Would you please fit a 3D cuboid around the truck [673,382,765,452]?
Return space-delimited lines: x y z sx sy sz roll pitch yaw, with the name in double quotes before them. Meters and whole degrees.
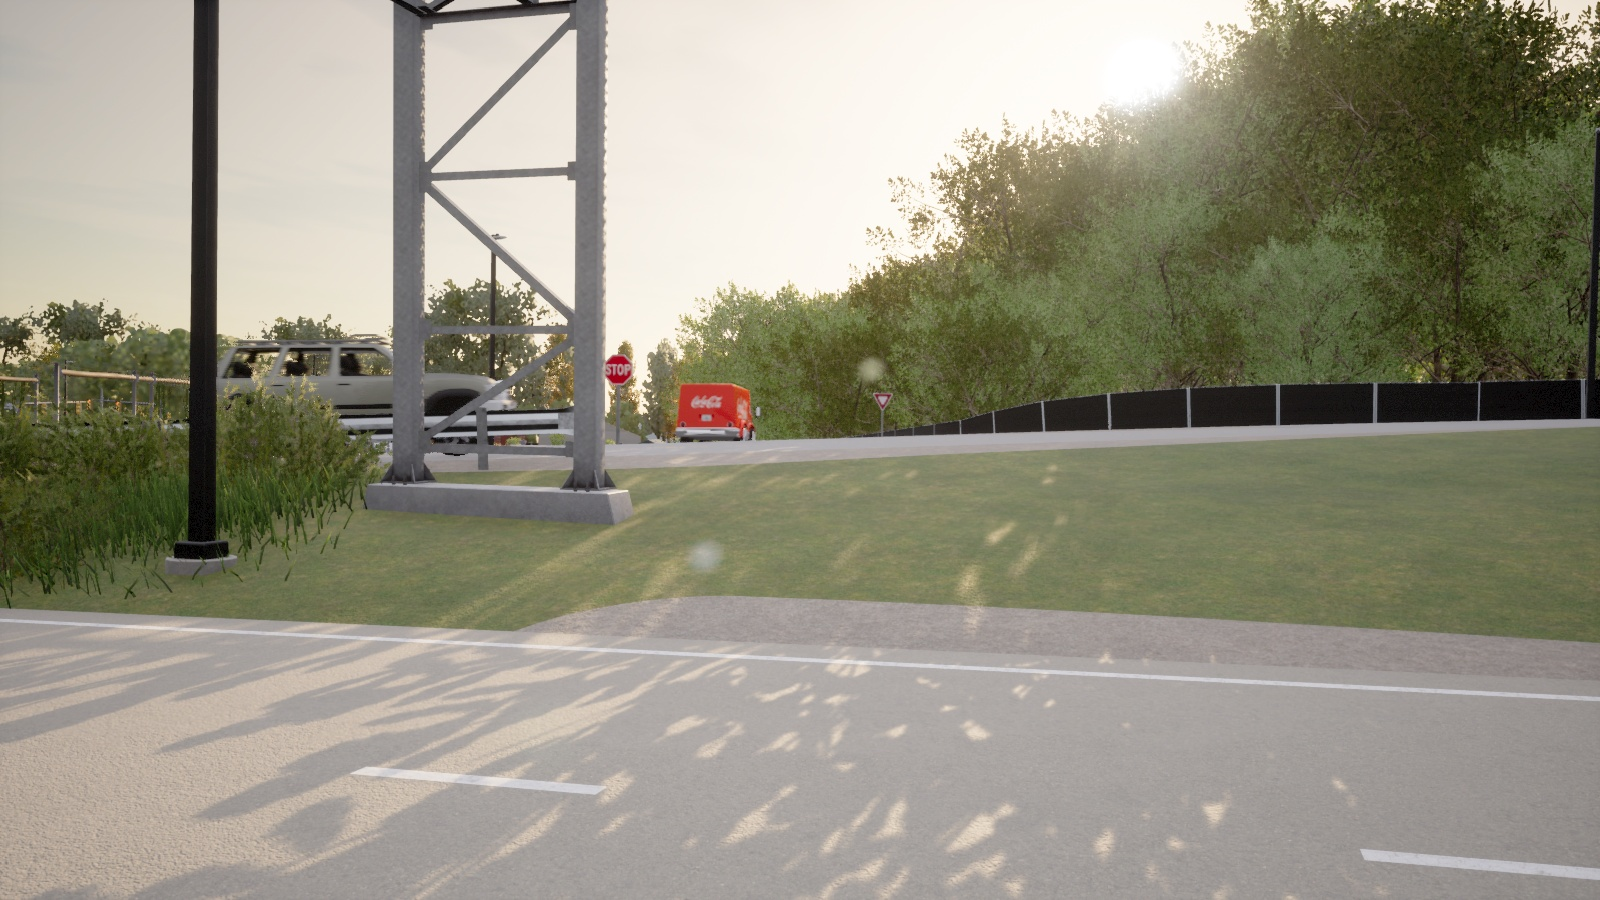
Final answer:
"truck" -3.148 -1.255 50.283 2.627 2.467 5.204 1 -2 8

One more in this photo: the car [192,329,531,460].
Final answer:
"car" -6.548 -0.855 19.256 4.605 1.855 1.932 -1 2 -9
